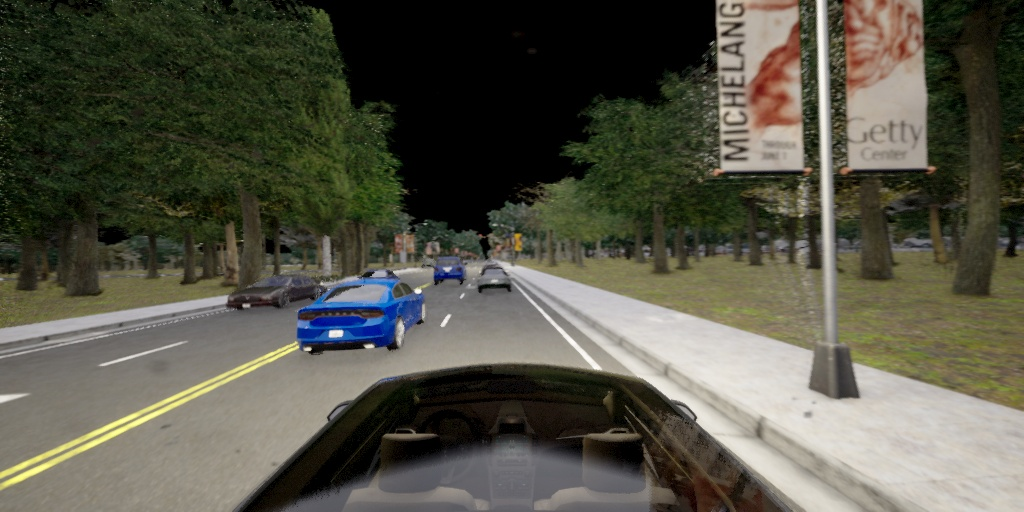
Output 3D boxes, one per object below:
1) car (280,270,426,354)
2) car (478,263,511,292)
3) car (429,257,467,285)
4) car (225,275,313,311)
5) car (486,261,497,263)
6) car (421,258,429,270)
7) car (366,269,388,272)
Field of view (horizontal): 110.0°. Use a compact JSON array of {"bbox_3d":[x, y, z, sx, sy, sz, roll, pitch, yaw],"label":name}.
[{"bbox_3d":[-3.500,1.327,9.258,1.882,1.535,5.008,-2,0,-4],"label":"car"},{"bbox_3d":[-1.097,1.360,22.059,1.994,1.385,4.181,-2,0,-4],"label":"car"},{"bbox_3d":[-4.741,1.120,28.023,2.150,2.045,5.566,-2,0,-4],"label":"car"},{"bbox_3d":[-10.712,1.596,16.872,2.033,1.411,5.357,-2,0,-4],"label":"car"},{"bbox_3d":[-2.316,1.336,40.641,2.128,1.511,4.902,-2,0,-4],"label":"car"},{"bbox_3d":[-13.328,1.169,57.948,2.097,1.767,4.553,-2,0,-4],"label":"car"},{"bbox_3d":[-7.701,1.497,20.600,1.812,1.442,4.674,-2,0,-4],"label":"car"}]
